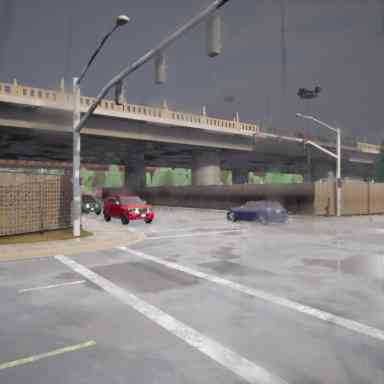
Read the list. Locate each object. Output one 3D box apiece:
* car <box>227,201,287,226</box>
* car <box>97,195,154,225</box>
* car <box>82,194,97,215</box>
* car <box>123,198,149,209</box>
[{"bbox_3d":[4.632,1.401,24.312,2.097,1.767,4.553,0,0,-36],"label":"car"},{"bbox_3d":[-4.981,1.278,25.374,2.150,2.045,5.566,0,0,-36],"label":"car"},{"bbox_3d":[-11.105,1.277,33.930,2.150,2.045,5.566,0,0,-36],"label":"car"},{"bbox_3d":[-8.182,1.619,48.231,1.994,1.385,4.181,0,0,-36],"label":"car"}]
